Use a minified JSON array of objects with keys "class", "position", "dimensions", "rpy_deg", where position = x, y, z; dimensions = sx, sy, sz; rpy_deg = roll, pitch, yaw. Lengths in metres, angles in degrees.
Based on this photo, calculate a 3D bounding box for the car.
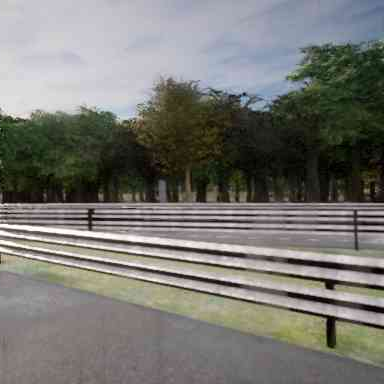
[{"class":"car","position":[-5.361,1.535,19.657],"dimensions":[4.718,1.301,1.895],"rpy_deg":[-1,-1,22]}]
